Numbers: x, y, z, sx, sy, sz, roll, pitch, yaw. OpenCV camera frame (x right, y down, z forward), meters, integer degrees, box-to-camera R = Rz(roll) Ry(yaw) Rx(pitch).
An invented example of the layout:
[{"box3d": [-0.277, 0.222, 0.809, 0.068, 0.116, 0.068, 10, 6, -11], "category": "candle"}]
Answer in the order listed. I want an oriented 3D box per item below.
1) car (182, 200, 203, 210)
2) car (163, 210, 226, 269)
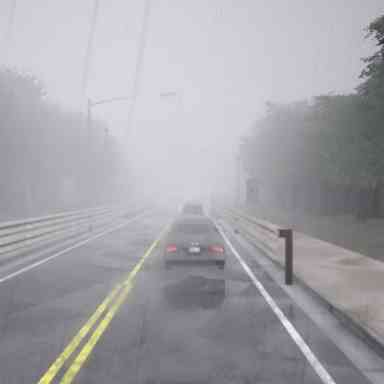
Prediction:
[{"box3d": [0.072, 1.534, 32.894, 1.882, 1.535, 5.008, 0, 0, 0], "category": "car"}, {"box3d": [0.075, 1.567, 11.221, 2.033, 1.411, 5.357, 0, 0, 0], "category": "car"}]
